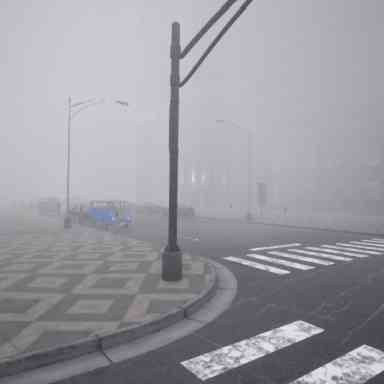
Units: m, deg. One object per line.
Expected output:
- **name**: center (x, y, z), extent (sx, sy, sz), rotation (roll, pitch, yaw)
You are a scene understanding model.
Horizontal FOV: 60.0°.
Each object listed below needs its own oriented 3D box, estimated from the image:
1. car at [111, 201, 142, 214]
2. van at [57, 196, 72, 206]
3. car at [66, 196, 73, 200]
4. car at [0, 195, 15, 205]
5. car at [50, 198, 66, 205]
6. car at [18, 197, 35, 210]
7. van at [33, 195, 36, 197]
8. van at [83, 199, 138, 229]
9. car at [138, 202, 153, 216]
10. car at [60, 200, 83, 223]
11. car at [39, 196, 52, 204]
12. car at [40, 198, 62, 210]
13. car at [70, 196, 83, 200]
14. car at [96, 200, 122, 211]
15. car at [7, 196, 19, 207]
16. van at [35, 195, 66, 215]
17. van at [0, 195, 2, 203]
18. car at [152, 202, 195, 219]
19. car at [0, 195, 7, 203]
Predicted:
- **car**: center (-7.860, 1.752, 39.681), extent (1.887, 1.381, 4.507), rotation (1, -1, -35)
- **van**: center (-23.812, 1.656, 62.238), extent (1.690, 1.788, 3.998), rotation (1, -1, -35)
- **car**: center (-20.622, 1.608, 57.728), extent (2.192, 1.841, 5.009), rotation (1, -1, -35)
- **car**: center (-37.075, 1.732, 66.204), extent (1.752, 1.417, 4.829), rotation (1, -1, -35)
- **car**: center (-27.005, 1.887, 66.747), extent (2.008, 1.369, 4.403), rotation (1, -1, -35)
- **car**: center (-21.230, 1.682, 43.784), extent (1.802, 1.307, 4.206), rotation (1, -1, -35)
- **van**: center (-36.575, 1.742, 80.282), extent (1.690, 1.788, 3.998), rotation (1, -1, -35)
- **van**: center (-5.283, 1.336, 21.227), extent (1.690, 1.788, 3.998), rotation (1, -1, -35)
- **car**: center (-4.670, 1.731, 35.170), extent (1.887, 1.381, 4.507), rotation (1, -1, -35)
- **car**: center (-8.474, 1.560, 25.737), extent (1.887, 1.381, 4.507), rotation (1, -1, -35)
- **car**: center (-33.386, 1.820, 75.771), extent (1.967, 1.590, 4.097), rotation (1, -1, -35)
- **car**: center (-19.740, 1.659, 46.485), extent (1.837, 1.490, 4.892), rotation (1, -1, -35)
- **car**: center (-17.433, 1.816, 53.214), extent (1.887, 1.381, 4.507), rotation (1, -1, -35)
- **car**: center (-11.149, 1.755, 44.331), extent (1.752, 1.417, 4.829), rotation (1, -1, -35)
- **car**: center (-27.607, 1.693, 52.808), extent (2.008, 1.369, 4.403), rotation (1, -1, -35)
- **van**: center (-14.850, 1.398, 34.762), extent (1.690, 1.788, 3.998), rotation (1, -1, -35)
- **van**: center (-46.738, 1.614, 79.880), extent (1.690, 1.788, 3.998), rotation (1, -1, -35)
- **car**: center (-1.479, 1.710, 30.660), extent (1.887, 1.381, 4.507), rotation (1, -1, -35)
- **car**: center (-43.548, 1.566, 75.369), extent (2.192, 1.841, 5.009), rotation (1, -1, -35)
